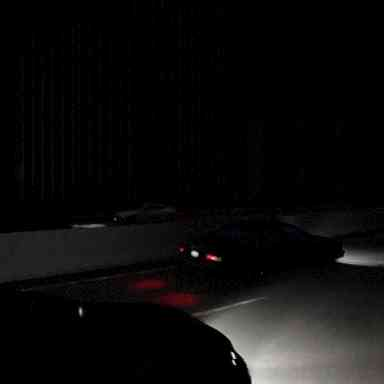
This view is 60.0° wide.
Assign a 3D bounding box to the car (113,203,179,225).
[{"bbox_3d":[-3.112,1.517,23.157,4.674,1.442,1.812,0,0,-35],"label":"car"}]

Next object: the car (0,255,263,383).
[{"bbox_3d":[-1.489,1.562,2.650,4.181,1.385,1.994,0,0,-35],"label":"car"}]

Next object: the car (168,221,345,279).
[{"bbox_3d":[2.118,1.546,9.486,5.357,1.411,2.033,0,0,-35],"label":"car"}]

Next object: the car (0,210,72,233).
[{"bbox_3d":[-8.390,1.537,15.184,5.357,1.411,2.033,0,0,-35],"label":"car"}]
